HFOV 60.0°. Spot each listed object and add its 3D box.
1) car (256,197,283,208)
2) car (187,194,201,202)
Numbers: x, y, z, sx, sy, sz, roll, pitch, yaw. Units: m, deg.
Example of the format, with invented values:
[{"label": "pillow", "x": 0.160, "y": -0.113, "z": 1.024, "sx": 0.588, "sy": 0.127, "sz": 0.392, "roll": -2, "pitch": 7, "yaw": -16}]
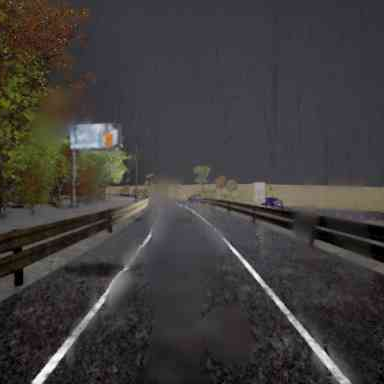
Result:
[{"label": "car", "x": 10.172, "y": 1.402, "z": 43.732, "sx": 1.812, "sy": 1.442, "sz": 4.674, "roll": 0, "pitch": 0, "yaw": -19}, {"label": "car", "x": 0.501, "y": 1.307, "z": 72.132, "sx": 2.097, "sy": 1.767, "sz": 4.553, "roll": 0, "pitch": 0, "yaw": -19}]
